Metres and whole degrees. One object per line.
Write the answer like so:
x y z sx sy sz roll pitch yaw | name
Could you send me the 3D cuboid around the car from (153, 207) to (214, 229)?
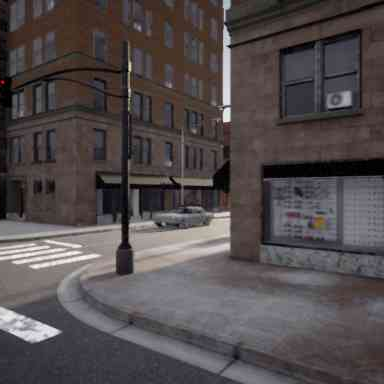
-0.468 1.675 22.315 1.895 1.301 4.718 0 0 35 | car
